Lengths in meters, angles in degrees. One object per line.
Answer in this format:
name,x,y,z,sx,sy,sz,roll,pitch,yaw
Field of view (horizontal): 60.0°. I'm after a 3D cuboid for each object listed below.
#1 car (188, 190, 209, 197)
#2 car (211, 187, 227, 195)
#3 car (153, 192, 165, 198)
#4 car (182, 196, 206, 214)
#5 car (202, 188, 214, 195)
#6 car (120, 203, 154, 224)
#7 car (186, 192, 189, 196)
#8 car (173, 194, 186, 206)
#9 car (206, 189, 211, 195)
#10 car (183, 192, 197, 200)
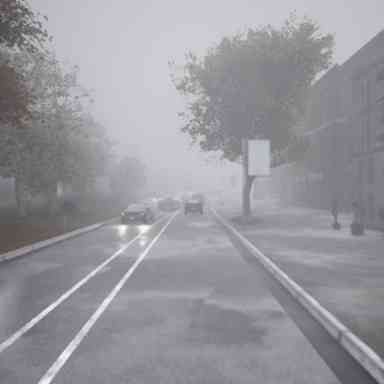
car,1.161,1.164,54.884,2.150,2.045,5.566,0,3,5
car,6.667,0.032,84.168,1.837,1.490,4.892,0,3,18
car,-7.207,0.578,72.510,1.895,1.301,4.718,0,2,3
car,0.204,1.495,35.416,1.882,1.535,5.008,0,0,1
car,4.271,-0.145,88.489,2.097,1.535,5.008,0,3,18
car,-4.062,1.541,25.232,1.812,1.442,4.674,0,0,2
car,-2.029,1.179,60.447,2.097,1.535,5.008,1,3,9
car,-2.547,1.511,54.334,2.002,1.452,4.674,-2,2,4
car,2.445,0.155,82.438,2.231,1.521,4.892,0,3,16
car,-0.286,0.762,70.828,2.002,1.452,4.674,-1,2,12
